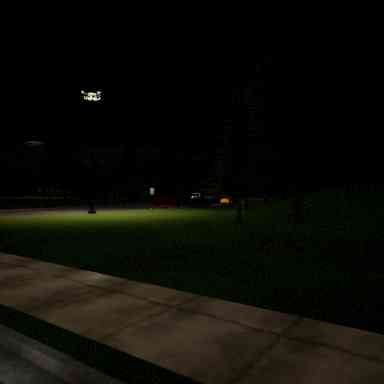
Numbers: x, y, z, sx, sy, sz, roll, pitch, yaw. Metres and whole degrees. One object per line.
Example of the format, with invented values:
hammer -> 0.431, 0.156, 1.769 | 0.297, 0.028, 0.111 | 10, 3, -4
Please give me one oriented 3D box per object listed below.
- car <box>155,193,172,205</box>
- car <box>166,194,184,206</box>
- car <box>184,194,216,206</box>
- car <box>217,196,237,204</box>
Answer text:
car -> -4.150, 1.221, 58.277 | 2.150, 2.045, 5.566 | 0, 0, 36
car -> -1.641, 1.505, 55.794 | 1.837, 1.490, 4.892 | 0, 0, 37
car -> 1.397, 1.478, 54.010 | 1.882, 1.535, 5.008 | 0, 0, 37
car -> 7.225, 1.478, 62.062 | 1.882, 1.535, 5.008 | 0, 0, 36
